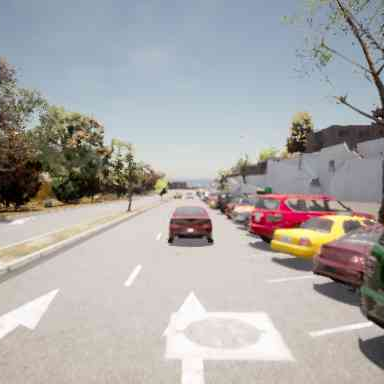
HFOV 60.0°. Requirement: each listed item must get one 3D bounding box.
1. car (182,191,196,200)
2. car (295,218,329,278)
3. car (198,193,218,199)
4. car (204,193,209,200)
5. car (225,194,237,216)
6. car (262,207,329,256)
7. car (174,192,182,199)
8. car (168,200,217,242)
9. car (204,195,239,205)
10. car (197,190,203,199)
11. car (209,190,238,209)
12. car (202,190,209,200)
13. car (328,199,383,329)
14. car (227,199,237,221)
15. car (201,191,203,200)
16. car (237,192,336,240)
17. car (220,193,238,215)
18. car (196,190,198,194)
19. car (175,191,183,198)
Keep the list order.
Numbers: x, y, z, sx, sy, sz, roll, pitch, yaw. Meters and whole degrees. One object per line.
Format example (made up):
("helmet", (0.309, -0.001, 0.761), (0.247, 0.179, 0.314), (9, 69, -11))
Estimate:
("car", (-0.674, 0.842, 84.768), (2.150, 2.045, 5.566), (0, 1, 0))
("car", (5.046, 1.485, 7.767), (4.674, 1.452, 2.002), (1, 0, -20))
("car", (4.335, 1.096, 88.801), (4.792, 1.488, 2.163), (1, 1, -21))
("car", (4.604, 1.302, 40.708), (5.366, 1.575, 1.946), (1, 0, -20))
("car", (4.968, 1.229, 22.781), (4.553, 1.767, 2.185), (1, 0, -21))
("car", (5.207, 1.425, 10.835), (5.366, 1.575, 1.946), (1, 0, -20))
("car", (-3.678, 1.081, 85.074), (1.882, 1.535, 5.008), (0, 1, 0))
("car", (-0.078, 1.368, 15.752), (1.882, 1.535, 5.008), (0, 0, 0))
("car", (4.666, 1.321, 52.781), (5.008, 1.535, 2.097), (1, 0, -20))
("car", (4.572, 1.044, 67.804), (5.566, 2.045, 2.435), (1, 0, -21))
("car", (4.884, 1.069, 31.792), (5.566, 2.045, 2.435), (1, 0, -20))
("car", (4.732, 1.058, 43.761), (5.566, 2.045, 2.435), (1, 0, -21))
("car", (5.096, 1.214, 4.769), (5.566, 2.045, 2.435), (1, 0, -20))
("car", (4.967, 1.371, 19.771), (4.892, 1.521, 2.231), (1, 1, -21))
("car", (4.653, 1.198, 58.792), (4.553, 1.767, 2.185), (1, 0, -20))
("car", (5.040, 1.155, 13.782), (5.566, 2.045, 2.435), (1, 0, -21))
("car", (4.879, 1.214, 25.766), (4.553, 1.767, 2.185), (1, 0, -20))
("car", (4.443, 0.974, 76.783), (5.566, 2.045, 2.435), (1, 1, -20))
("car", (-3.767, 0.747, 95.465), (2.097, 1.767, 4.553), (0, 1, 0))
